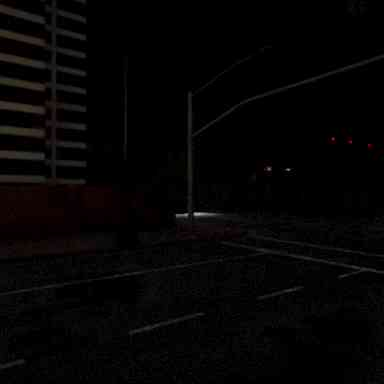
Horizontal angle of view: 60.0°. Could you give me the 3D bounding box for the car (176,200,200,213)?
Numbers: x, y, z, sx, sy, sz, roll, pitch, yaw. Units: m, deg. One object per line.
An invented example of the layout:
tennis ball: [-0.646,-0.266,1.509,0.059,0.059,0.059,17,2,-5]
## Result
car: [-0.910,1.569,36.983,1.994,1.385,4.181,0,0,-36]
